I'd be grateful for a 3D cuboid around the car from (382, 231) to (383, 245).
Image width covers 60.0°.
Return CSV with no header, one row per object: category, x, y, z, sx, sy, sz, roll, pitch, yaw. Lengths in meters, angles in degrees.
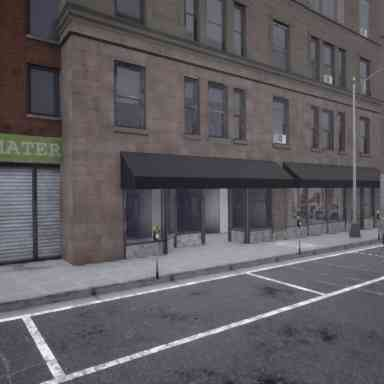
car,9.281,1.539,13.197,4.507,1.381,1.887,0,-1,-36
